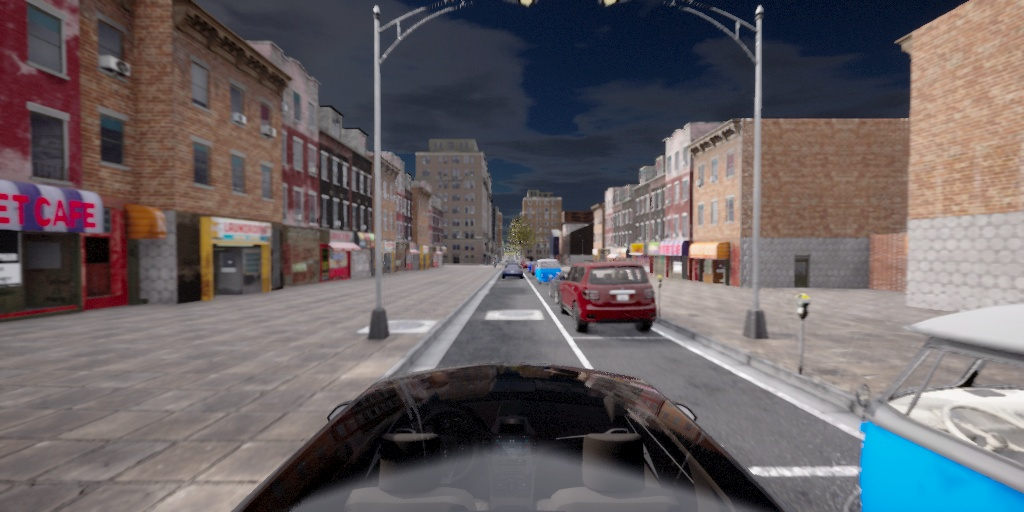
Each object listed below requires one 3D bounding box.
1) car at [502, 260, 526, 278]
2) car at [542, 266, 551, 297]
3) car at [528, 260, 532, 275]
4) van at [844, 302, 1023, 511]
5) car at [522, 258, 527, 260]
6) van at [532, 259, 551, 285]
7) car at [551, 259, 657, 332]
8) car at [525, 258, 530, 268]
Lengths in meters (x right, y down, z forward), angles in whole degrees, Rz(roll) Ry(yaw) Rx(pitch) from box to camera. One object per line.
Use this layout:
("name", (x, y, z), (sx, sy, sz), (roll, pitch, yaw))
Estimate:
("car", (0.073, 1.390, 34.420), (1.994, 1.385, 4.181), (0, 0, 1))
("car", (2.639, 1.317, 16.134), (2.007, 1.370, 4.403), (0, 0, 0))
("car", (3.030, 1.371, 38.783), (1.812, 1.442, 4.674), (0, 0, 0))
("van", (2.637, 1.091, 0.265), (1.690, 1.789, 3.998), (0, 0, 0))
("car", (2.646, 1.513, 58.454), (1.888, 1.381, 4.507), (0, 0, 0))
("van", (2.641, 1.136, 26.715), (1.690, 1.789, 3.998), (0, 0, 0))
("car", (2.638, 1.071, 10.846), (2.192, 1.841, 5.009), (0, 0, 0))
("car", (3.022, 1.361, 45.786), (1.882, 1.535, 5.008), (0, 0, 0))
